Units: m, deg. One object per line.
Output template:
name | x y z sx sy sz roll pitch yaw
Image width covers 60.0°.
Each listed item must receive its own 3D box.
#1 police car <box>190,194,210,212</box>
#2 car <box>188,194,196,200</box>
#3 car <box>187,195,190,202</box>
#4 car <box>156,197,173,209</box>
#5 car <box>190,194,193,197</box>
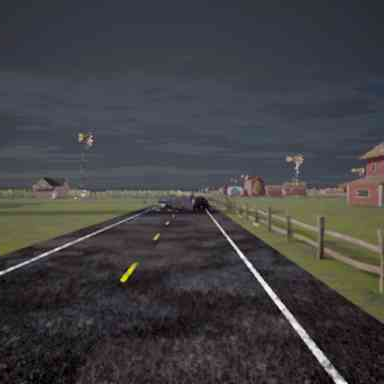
police car | 1.052 1.392 38.812 1.930 1.638 5.238 0 0 0
car | 0.007 1.366 93.315 2.128 1.511 4.902 0 0 0
car | 0.005 1.436 72.173 1.812 1.442 4.674 0 0 0
car | -3.562 1.459 43.777 2.128 1.511 4.902 0 0 0
car | 1.052 1.319 48.674 2.097 1.767 4.553 0 0 0
